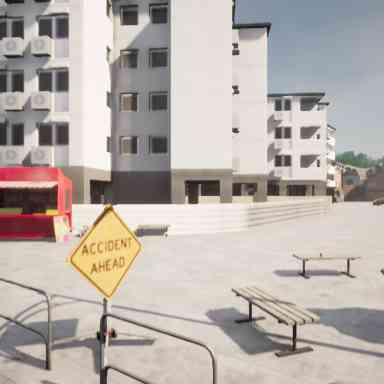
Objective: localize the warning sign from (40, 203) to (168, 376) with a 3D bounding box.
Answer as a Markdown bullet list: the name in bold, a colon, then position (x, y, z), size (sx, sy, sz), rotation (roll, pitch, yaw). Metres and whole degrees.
- **warning sign**: position (-1.147, 1.099, 4.504), size (1.060, 1.860, 1.300), rotation (0, 0, 36)
